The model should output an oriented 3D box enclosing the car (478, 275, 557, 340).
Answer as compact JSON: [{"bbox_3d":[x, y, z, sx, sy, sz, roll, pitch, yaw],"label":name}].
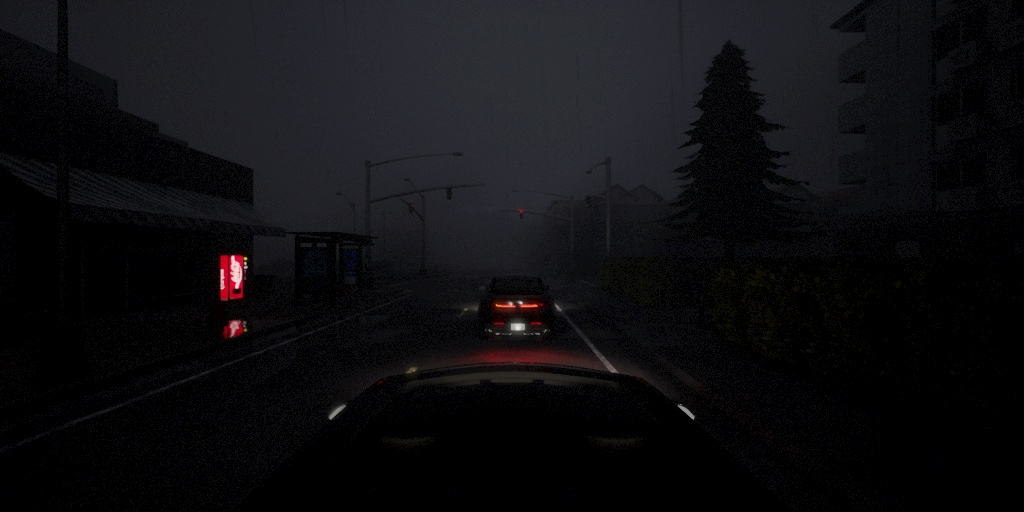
[{"bbox_3d":[0.119,1.254,10.016,1.837,1.490,4.892,0,0,0],"label":"car"}]
